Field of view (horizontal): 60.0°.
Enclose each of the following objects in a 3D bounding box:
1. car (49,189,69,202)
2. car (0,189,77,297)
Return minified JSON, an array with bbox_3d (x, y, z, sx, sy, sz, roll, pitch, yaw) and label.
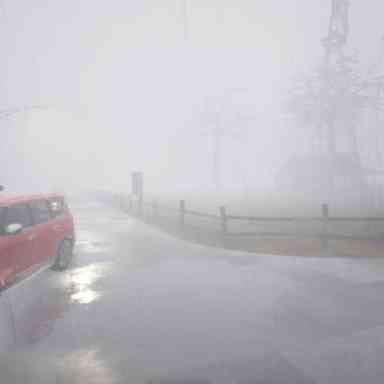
[{"bbox_3d":[-16.777,0.393,42.052,2.128,1.511,4.902,-1,2,-21],"label":"car"},{"bbox_3d":[-4.319,1.071,6.959,2.150,2.045,5.566,2,2,2],"label":"car"}]
